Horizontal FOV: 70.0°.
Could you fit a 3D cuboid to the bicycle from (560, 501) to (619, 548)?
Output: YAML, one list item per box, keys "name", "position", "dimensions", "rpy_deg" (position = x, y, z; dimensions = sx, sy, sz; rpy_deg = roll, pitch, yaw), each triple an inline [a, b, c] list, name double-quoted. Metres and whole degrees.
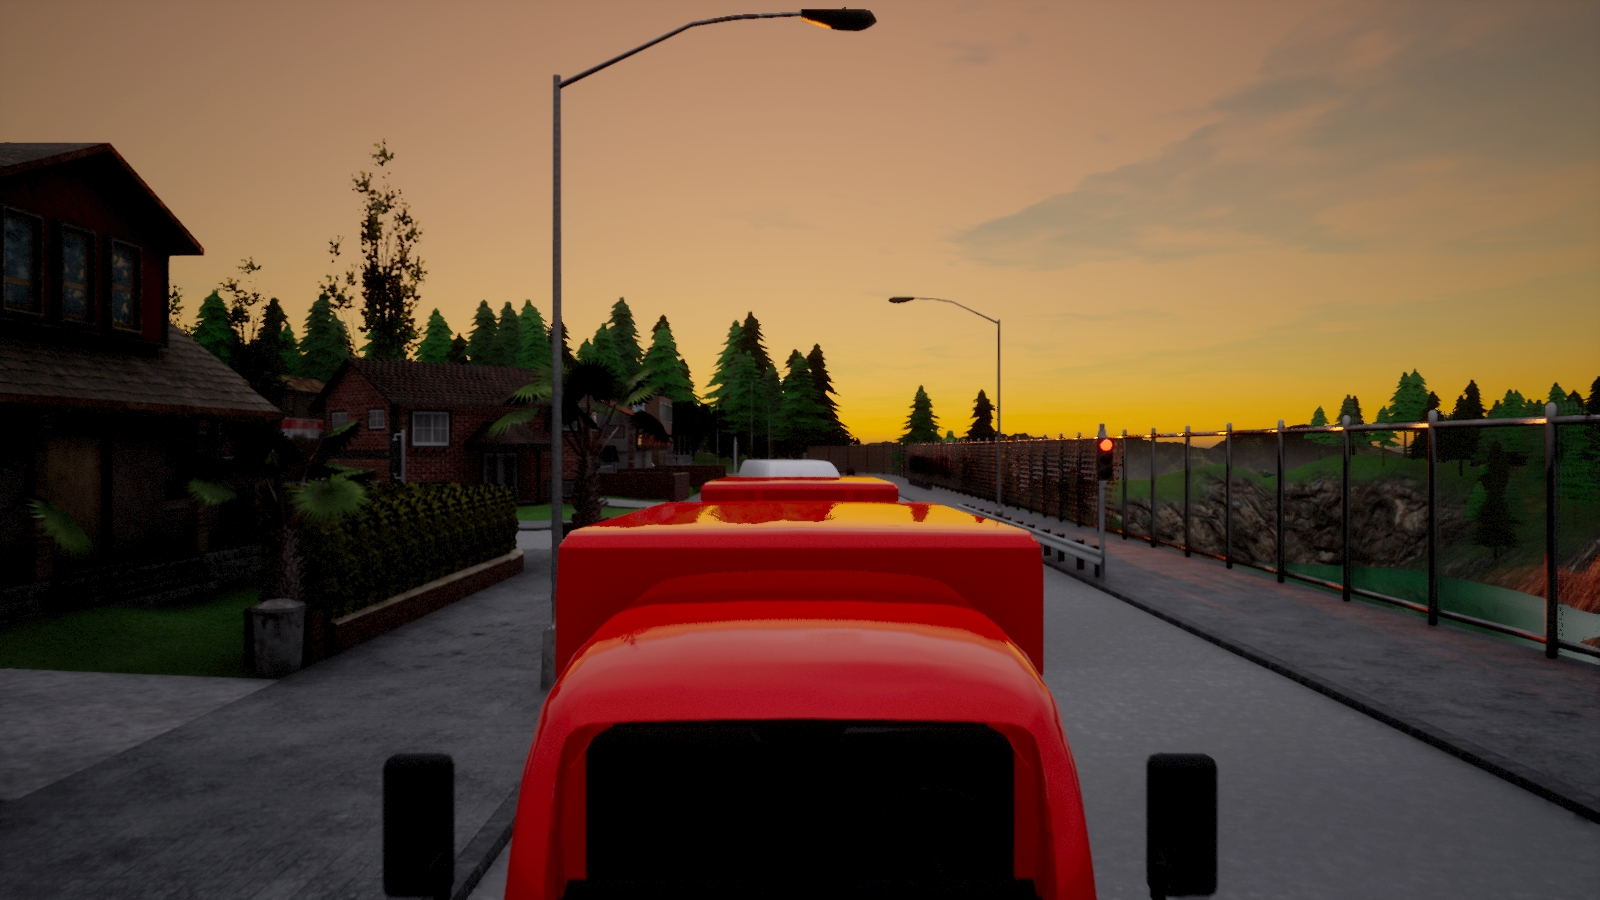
- name: "bicycle"
  position: [-6.046, 2.132, 32.895]
  dimensions: [1.487, 1.276, 0.859]
  rpy_deg: [0, 0, 8]

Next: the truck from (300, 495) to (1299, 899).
- name: "truck"
  position: [-0.005, 1.562, 5.606]
  dimensions: [2.627, 2.467, 5.204]
  rpy_deg: [0, 0, 0]
